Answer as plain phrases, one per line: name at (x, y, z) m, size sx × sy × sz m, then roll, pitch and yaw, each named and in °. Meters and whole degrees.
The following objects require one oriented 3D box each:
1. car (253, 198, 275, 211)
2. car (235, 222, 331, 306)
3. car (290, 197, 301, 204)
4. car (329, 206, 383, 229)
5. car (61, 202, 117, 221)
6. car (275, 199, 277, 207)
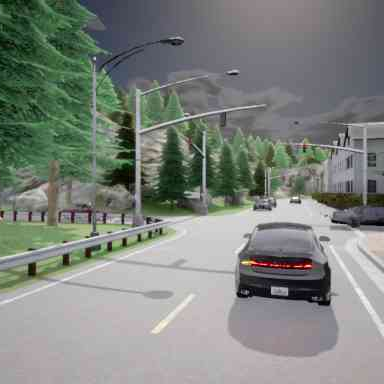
car at (8.786, 1.564, 41.075) m, size 1.994 × 1.385 × 4.181 m, roll 0°, pitch 0°, yaw 18°
car at (2.269, 1.505, 8.188) m, size 1.837 × 1.490 × 4.892 m, roll 0°, pitch 0°, yaw 17°
car at (19.446, 1.564, 62.498) m, size 1.994 × 1.385 × 4.181 m, roll 0°, pitch 0°, yaw 18°
car at (11.478, 1.561, 20.764) m, size 5.357 × 1.411 × 2.033 m, roll 0°, pitch 0°, yaw 17°
car at (-8.309, 1.541, 26.875) m, size 4.674 × 1.442 × 1.812 m, roll 0°, pitch 0°, yaw 17°
car at (11.814, 1.564, 50.606) m, size 1.994 × 1.385 × 4.181 m, roll 0°, pitch 0°, yaw 18°
